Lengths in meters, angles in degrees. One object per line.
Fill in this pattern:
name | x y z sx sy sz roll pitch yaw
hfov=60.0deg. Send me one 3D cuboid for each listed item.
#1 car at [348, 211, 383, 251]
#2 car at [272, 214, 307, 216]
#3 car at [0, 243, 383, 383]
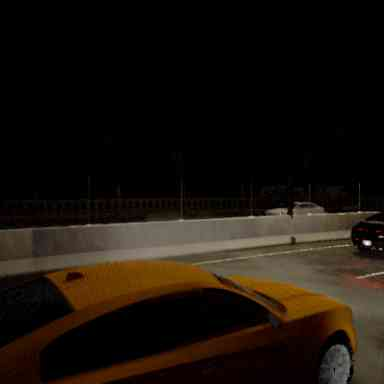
car | 8.045 1.464 12.319 4.892 1.490 1.837 0 0 -28
car | 7.505 1.433 23.880 4.674 1.442 1.812 0 0 -24
car | -0.337 1.461 3.356 5.008 1.535 1.882 0 0 -34
